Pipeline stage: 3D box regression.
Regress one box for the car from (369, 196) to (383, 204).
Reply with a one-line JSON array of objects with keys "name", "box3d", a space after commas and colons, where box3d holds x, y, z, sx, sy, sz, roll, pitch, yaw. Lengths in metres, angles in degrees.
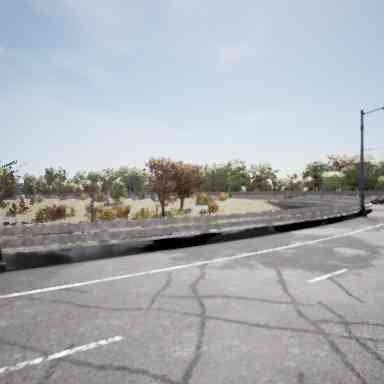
[{"name": "car", "box3d": [37.734, 1.566, 67.854, 2.097, 1.767, 4.553, 0, 0, 12]}]
